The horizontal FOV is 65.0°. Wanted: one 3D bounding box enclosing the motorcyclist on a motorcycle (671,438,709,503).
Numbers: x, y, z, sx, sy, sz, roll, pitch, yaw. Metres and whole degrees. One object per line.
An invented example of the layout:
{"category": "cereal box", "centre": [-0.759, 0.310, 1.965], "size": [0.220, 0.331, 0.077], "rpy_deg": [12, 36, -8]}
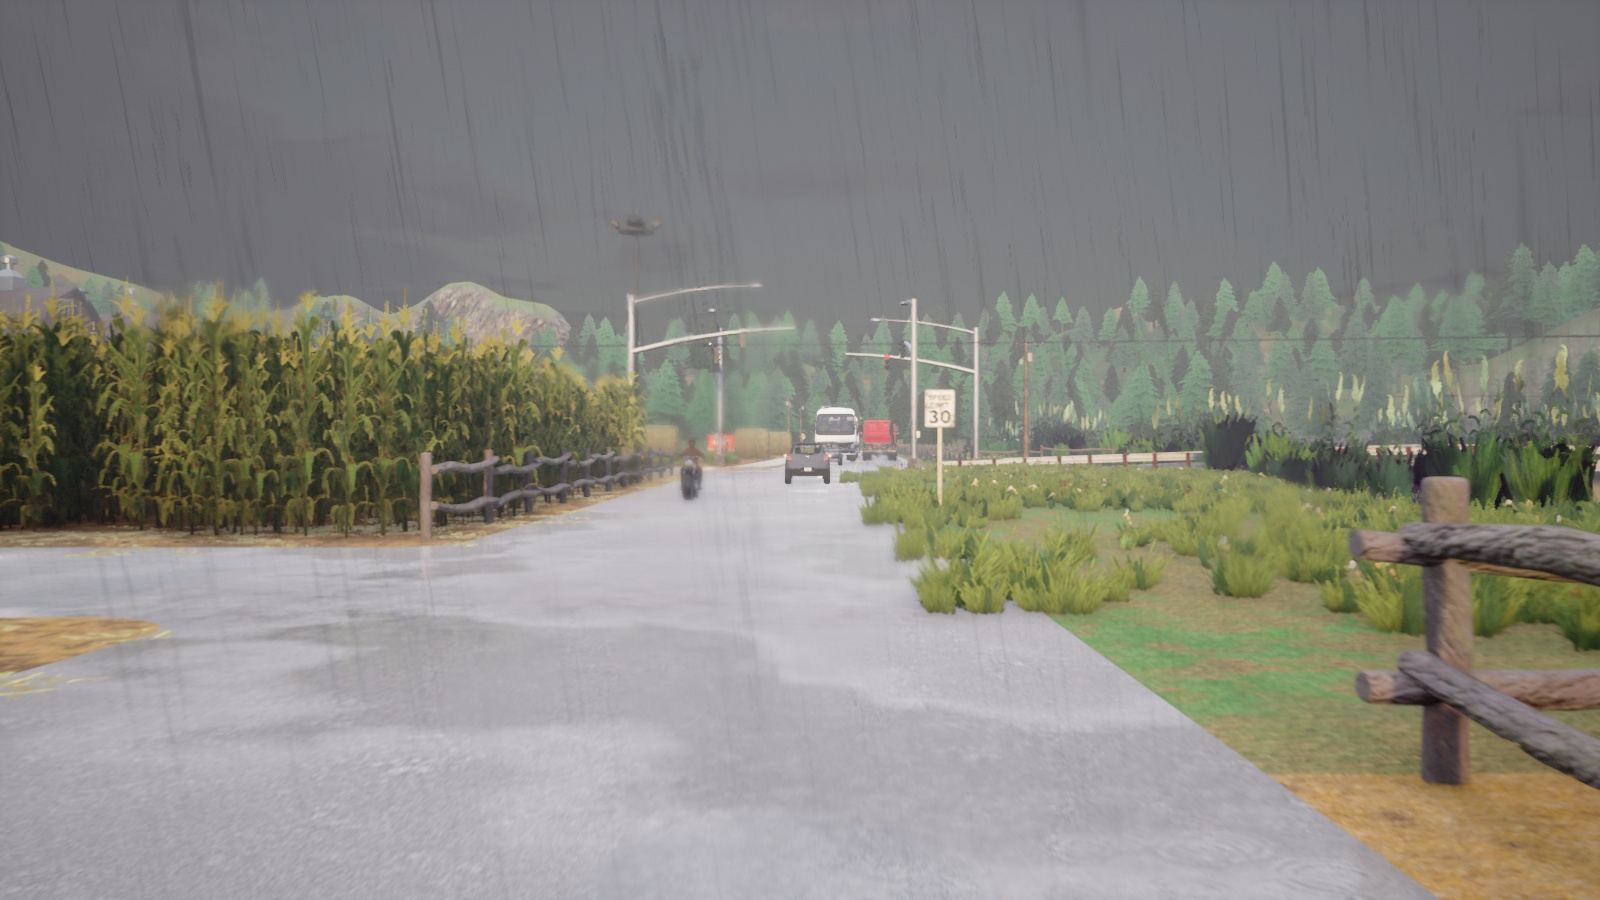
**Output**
{"category": "motorcyclist on a motorcycle", "centre": [-2.897, 0.507, 33.244], "size": [0.766, 1.649, 2.350], "rpy_deg": [0, 0, 0]}

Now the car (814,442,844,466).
{"category": "car", "centre": [1.896, 0.234, 81.204], "size": [1.789, 1.549, 3.705], "rpy_deg": [0, 0, 3]}

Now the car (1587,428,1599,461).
{"category": "car", "centre": [39.498, -0.209, 57.988], "size": [5.008, 1.535, 1.882], "rpy_deg": [2, 1, 8]}

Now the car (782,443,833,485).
{"category": "car", "centre": [0.282, 0.495, 47.075], "size": [1.845, 1.501, 3.633], "rpy_deg": [0, 0, 0]}
